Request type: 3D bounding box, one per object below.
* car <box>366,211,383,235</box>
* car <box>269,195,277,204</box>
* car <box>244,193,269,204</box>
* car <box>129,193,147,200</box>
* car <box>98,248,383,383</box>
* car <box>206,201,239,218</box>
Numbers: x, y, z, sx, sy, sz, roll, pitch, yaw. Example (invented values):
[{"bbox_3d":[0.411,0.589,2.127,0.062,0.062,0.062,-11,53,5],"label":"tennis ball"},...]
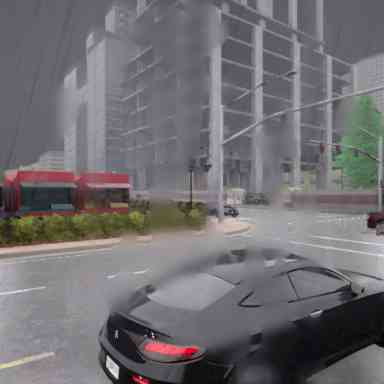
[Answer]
[{"bbox_3d":[11.429,1.460,16.546,1.882,1.535,5.008,0,0,-36],"label":"car"},{"bbox_3d":[13.210,1.114,59.359,1.905,1.878,3.866,0,0,-36],"label":"car"},{"bbox_3d":[10.822,1.114,57.643,1.905,1.878,3.866,0,0,-36],"label":"car"},{"bbox_3d":[-7.594,1.168,42.704,2.150,2.045,5.566,0,0,-36],"label":"car"},{"bbox_3d":[1.105,1.526,4.573,4.674,1.442,1.812,0,0,-35],"label":"car"},{"bbox_3d":[2.184,1.508,29.247,1.994,1.385,4.181,0,0,-36],"label":"car"}]
